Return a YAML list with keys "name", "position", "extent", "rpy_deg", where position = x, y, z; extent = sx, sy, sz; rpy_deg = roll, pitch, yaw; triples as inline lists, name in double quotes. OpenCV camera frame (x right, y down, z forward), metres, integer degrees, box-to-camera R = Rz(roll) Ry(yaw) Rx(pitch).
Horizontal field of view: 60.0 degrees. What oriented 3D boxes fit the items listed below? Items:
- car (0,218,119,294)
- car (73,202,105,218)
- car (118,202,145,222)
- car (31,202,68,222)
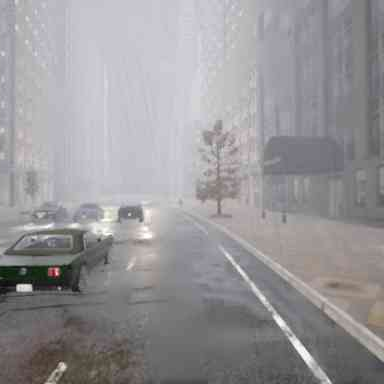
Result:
- name: "car"
  position: [-3.402, 1.622, 8.823]
  extent: [1.895, 1.301, 4.718]
  rpy_deg: [0, 0, -2]
- name: "car"
  position: [-8.195, 1.581, 26.736]
  extent: [1.812, 1.442, 4.674]
  rpy_deg: [0, 0, -6]
- name: "car"
  position: [-4.910, 1.534, 27.079]
  extent: [1.882, 1.535, 5.008]
  rpy_deg: [0, 0, -7]
- name: "car"
  position: [-11.496, 1.548, 27.090]
  extent: [2.128, 1.511, 4.902]
  rpy_deg: [0, 0, -7]
